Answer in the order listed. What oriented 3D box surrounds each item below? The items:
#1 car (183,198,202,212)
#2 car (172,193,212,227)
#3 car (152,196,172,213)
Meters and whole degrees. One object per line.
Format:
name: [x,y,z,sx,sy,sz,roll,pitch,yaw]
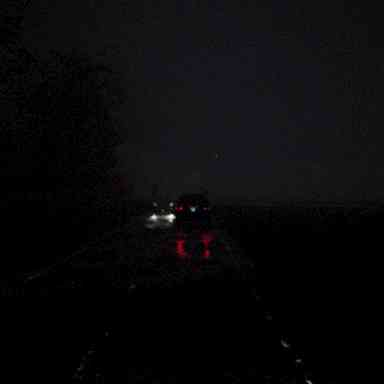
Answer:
car: [0.103,1.352,37.038,1.994,1.385,4.181,0,0,0]
car: [0.098,1.096,21.609,2.150,2.045,5.566,0,0,1]
car: [-2.746,1.162,33.640,2.097,1.767,4.553,0,0,0]
